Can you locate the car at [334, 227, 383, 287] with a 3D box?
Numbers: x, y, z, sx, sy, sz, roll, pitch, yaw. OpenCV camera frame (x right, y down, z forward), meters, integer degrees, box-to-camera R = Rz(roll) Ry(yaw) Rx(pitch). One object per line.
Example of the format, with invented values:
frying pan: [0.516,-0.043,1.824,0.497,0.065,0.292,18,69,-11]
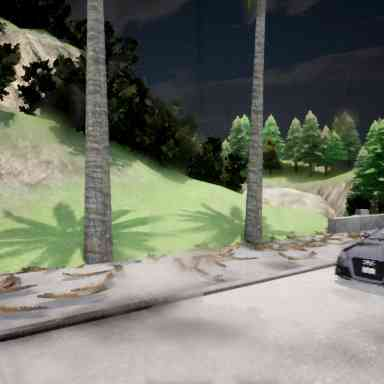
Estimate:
car: [5.559,1.564,8.562,4.181,1.385,1.994,0,0,-35]
